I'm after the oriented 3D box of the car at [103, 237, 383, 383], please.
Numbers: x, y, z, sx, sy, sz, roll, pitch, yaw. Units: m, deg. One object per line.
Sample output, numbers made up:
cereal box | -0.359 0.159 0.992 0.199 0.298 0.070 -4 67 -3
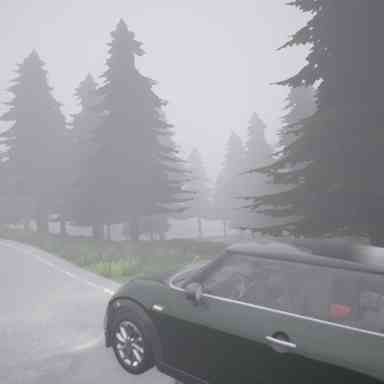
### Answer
car | 0.966 1.347 3.979 4.553 1.767 2.097 0 1 39
